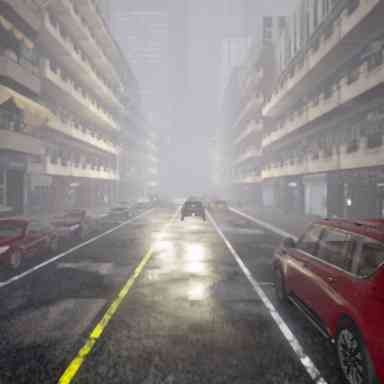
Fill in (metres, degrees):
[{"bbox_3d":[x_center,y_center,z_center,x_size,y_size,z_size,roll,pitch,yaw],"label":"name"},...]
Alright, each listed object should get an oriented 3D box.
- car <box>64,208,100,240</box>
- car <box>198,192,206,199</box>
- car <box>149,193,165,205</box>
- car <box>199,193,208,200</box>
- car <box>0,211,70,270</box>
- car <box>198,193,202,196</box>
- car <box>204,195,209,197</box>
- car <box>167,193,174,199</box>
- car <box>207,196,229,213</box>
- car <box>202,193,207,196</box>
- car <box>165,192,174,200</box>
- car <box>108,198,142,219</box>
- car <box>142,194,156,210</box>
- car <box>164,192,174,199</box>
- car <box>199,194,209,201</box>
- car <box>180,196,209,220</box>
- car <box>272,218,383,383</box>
[{"bbox_3d":[-5.703,1.484,16.254,1.802,1.307,4.206,-1,0,0],"label":"car"},{"bbox_3d":[2.660,0.915,89.053,1.967,1.590,4.097,-1,0,0],"label":"car"},{"bbox_3d":[-5.713,1.018,49.865,2.192,1.841,5.009,-1,0,0],"label":"car"},{"bbox_3d":[2.664,1.064,78.019,1.752,1.417,4.829,-1,0,0],"label":"car"},{"bbox_3d":[-5.701,1.517,10.652,1.802,1.307,4.206,-1,0,0],"label":"car"},{"bbox_3d":[0.095,1.258,44.841,1.812,1.442,4.674,0,1,0],"label":"car"},{"bbox_3d":[2.673,1.335,38.635,1.947,1.339,4.313,-1,0,0],"label":"car"},{"bbox_3d":[-5.718,1.056,89.080,1.802,1.307,4.206,-1,0,0],"label":"car"},{"bbox_3d":[2.673,1.327,33.203,1.752,1.417,4.829,-1,0,0],"label":"car"},{"bbox_3d":[2.670,1.177,44.237,1.967,1.590,4.097,-1,0,0],"label":"car"},{"bbox_3d":[-5.716,1.090,77.876,2.008,1.369,4.403,-1,0,0],"label":"car"},{"bbox_3d":[-5.705,1.386,27.459,2.008,1.369,4.403,-1,0,0],"label":"car"},{"bbox_3d":[-5.708,1.319,38.662,2.008,1.369,4.403,-1,0,0],"label":"car"},{"bbox_3d":[-5.721,0.822,83.477,2.192,1.841,5.009,-1,0,0],"label":"car"},{"bbox_3d":[2.665,1.123,72.248,2.008,1.369,4.403,-1,0,0],"label":"car"},{"bbox_3d":[0.096,1.348,26.381,1.837,1.490,4.892,0,1,0],"label":"car"},{"bbox_3d":[2.677,1.285,5.022,2.192,1.841,5.009,-1,0,0],"label":"car"}]
